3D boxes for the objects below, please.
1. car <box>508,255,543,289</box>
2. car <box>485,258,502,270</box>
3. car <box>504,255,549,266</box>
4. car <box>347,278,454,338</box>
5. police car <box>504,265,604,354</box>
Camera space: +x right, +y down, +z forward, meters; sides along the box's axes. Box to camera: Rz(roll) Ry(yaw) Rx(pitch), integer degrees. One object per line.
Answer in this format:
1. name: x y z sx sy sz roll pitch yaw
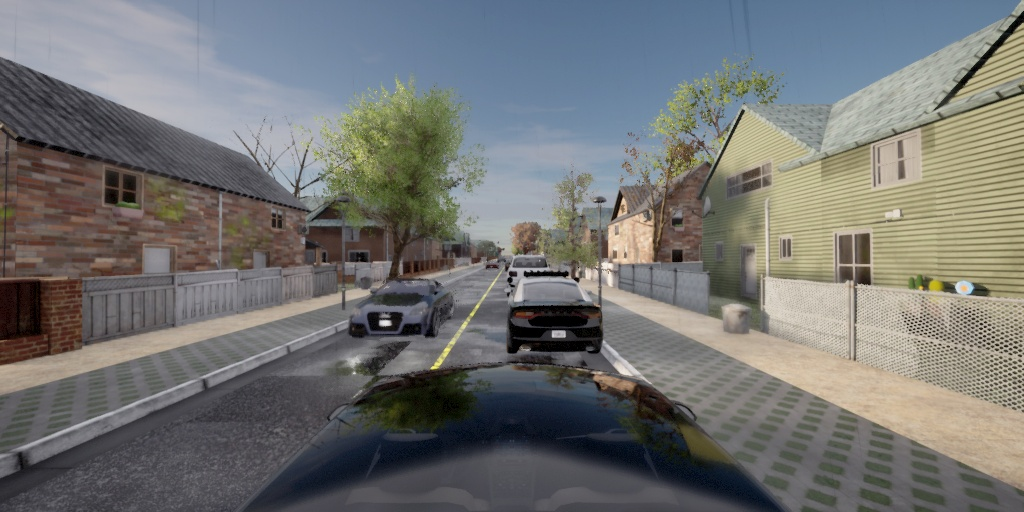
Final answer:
1. car: 0.836 0.979 24.849 2.150 2.045 5.566 0 0 0
2. car: -2.825 1.345 51.455 1.895 1.301 4.718 0 0 0
3. car: 0.833 0.978 18.848 2.150 2.045 5.566 0 0 0
4. car: -2.846 1.316 10.025 1.994 1.385 4.181 0 0 0
5. police car: 0.828 1.177 8.925 1.930 1.638 5.238 0 0 0
